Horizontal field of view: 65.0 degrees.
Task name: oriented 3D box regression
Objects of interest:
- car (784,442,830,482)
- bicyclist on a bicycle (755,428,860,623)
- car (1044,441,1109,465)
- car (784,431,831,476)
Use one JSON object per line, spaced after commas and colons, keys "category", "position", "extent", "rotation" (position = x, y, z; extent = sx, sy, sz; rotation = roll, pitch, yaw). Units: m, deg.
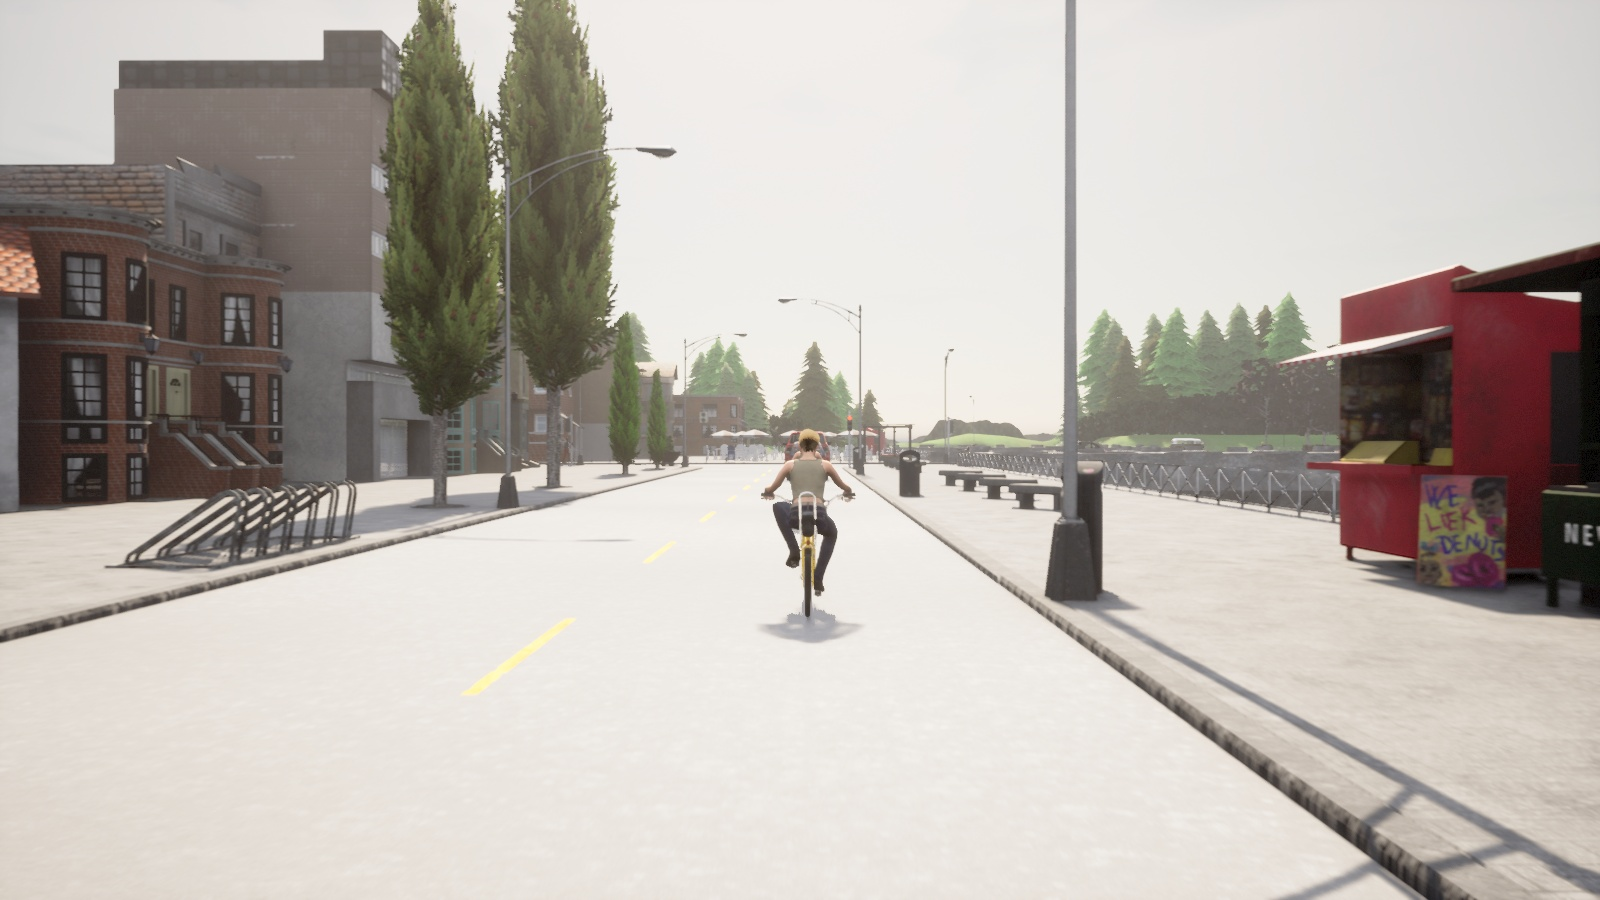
{"category": "car", "position": [0.295, 0.440, 50.615], "extent": [1.789, 1.549, 3.705], "rotation": [0, 0, 0]}
{"category": "bicyclist on a bicycle", "position": [0.073, 0.620, 11.138], "extent": [0.866, 1.612, 1.509], "rotation": [0, 0, 1]}
{"category": "car", "position": [18.668, 0.182, 84.803], "extent": [3.988, 1.617, 1.851], "rotation": [0, 0, 1]}
{"category": "car", "position": [0.350, 0.127, 60.178], "extent": [2.150, 2.045, 5.566], "rotation": [0, 0, 0]}
